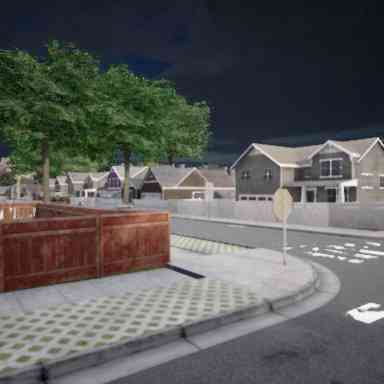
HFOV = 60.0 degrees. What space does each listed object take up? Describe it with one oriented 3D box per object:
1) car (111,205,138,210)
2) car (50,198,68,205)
[{"bbox_3d":[-5.352,1.738,27.009,1.895,1.301,4.718,0,0,-36],"label":"car"},{"bbox_3d":[-18.448,1.634,45.469,2.097,1.767,4.553,0,0,-35],"label":"car"}]
